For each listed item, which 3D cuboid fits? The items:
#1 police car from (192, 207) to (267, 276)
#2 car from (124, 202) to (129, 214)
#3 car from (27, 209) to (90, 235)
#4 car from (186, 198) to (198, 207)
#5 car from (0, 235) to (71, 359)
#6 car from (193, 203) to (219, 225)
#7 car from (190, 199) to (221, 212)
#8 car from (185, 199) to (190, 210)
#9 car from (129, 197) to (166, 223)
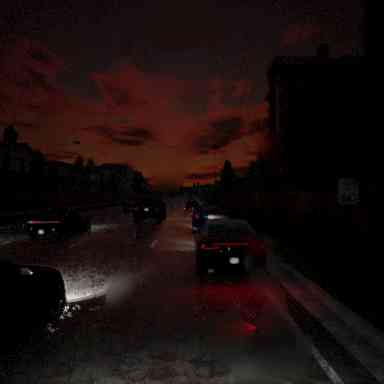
[{"bbox_3d":[1.053,1.511,10.819,1.930,1.638,5.238,0,0,0],"label":"police car"},{"bbox_3d":[-6.890,1.792,40.002,1.882,1.535,5.008,0,-1,0],"label":"car"},{"bbox_3d":[-6.896,1.630,17.662,2.128,1.511,4.902,0,-1,0],"label":"car"},{"bbox_3d":[0.014,1.983,62.744,2.128,1.511,4.902,0,0,0],"label":"car"},{"bbox_3d":[-3.398,1.601,4.704,1.994,1.385,4.181,0,0,0],"label":"car"},{"bbox_3d":[1.056,1.688,26.708,1.882,1.535,5.008,0,0,0],"label":"car"},{"bbox_3d":[1.054,1.514,20.680,2.097,1.767,4.553,0,0,0],"label":"car"},{"bbox_3d":[0.028,1.893,49.505,1.837,1.490,4.892,0,-1,0],"label":"car"},{"bbox_3d":[-3.394,1.438,27.513,2.150,2.045,5.566,0,0,0],"label":"car"}]
